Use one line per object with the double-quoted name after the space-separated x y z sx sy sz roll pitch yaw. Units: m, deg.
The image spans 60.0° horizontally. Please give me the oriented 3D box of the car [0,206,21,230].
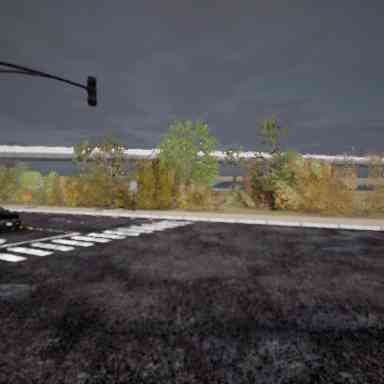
-11.829 1.434 19.059 5.008 1.535 1.882 0 2 33 "car"
